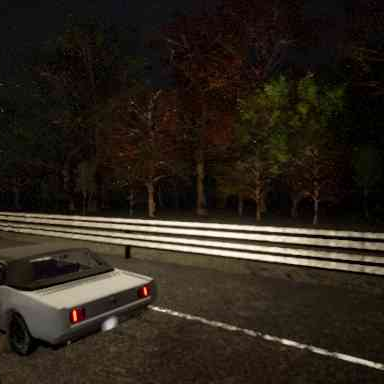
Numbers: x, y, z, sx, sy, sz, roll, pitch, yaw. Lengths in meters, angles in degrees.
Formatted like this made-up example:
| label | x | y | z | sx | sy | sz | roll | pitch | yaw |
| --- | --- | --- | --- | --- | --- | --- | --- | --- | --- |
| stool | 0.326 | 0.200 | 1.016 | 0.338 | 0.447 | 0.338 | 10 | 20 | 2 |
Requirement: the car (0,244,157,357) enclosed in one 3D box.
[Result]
| label | x | y | z | sx | sy | sz | roll | pitch | yaw |
| --- | --- | --- | --- | --- | --- | --- | --- | --- | --- |
| car | -2.998 | 1.645 | 6.114 | 4.718 | 1.301 | 1.895 | -1 | 0 | 35 |
